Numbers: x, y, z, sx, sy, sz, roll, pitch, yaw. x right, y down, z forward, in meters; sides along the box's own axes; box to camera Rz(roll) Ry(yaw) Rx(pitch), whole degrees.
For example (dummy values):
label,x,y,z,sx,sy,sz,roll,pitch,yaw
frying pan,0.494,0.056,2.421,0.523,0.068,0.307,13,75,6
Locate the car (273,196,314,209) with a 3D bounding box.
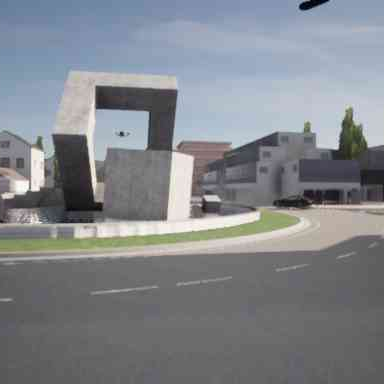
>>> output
label,x,y,z,sx,sy,sz,roll,pitch,yaw
car,11.940,1.234,39.544,2.128,1.511,4.902,-1,1,-45
